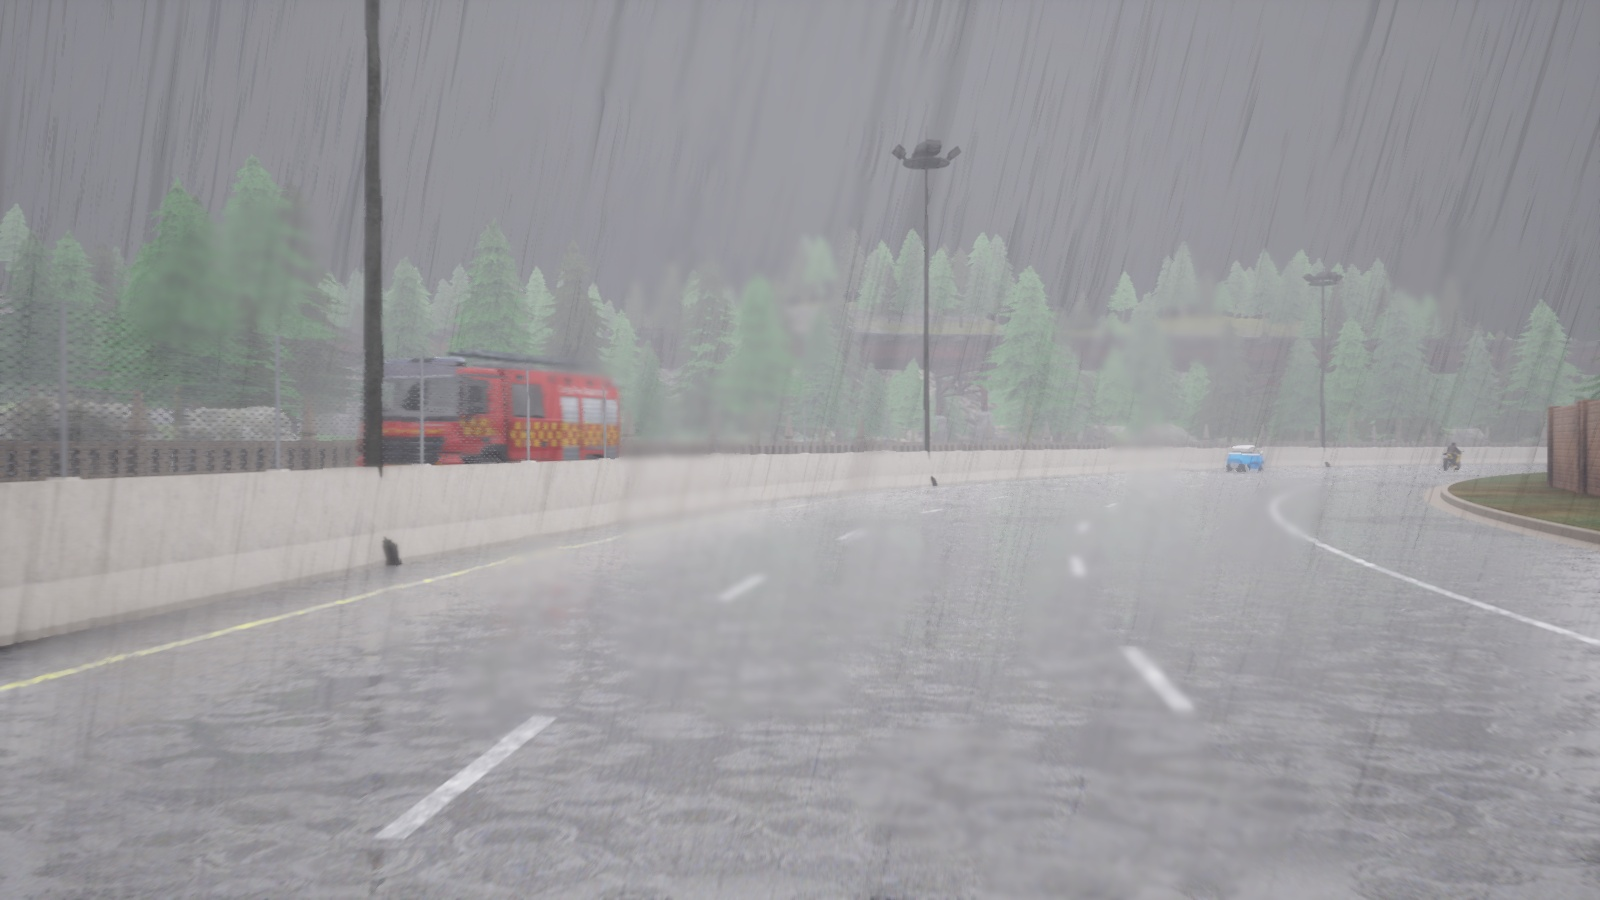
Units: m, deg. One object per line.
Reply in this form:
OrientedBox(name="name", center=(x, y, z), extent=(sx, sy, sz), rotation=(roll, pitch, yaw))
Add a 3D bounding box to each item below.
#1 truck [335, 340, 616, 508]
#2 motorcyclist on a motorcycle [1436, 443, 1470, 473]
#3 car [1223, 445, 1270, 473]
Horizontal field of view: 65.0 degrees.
OrientedBox(name="truck", center=(-8.135, -0.613, 32.987), extent=(2.891, 3.827, 8.468), rotation=(0, 0, 20))
OrientedBox(name="motorcyclist on a motorcycle", center=(33.725, 0.401, 64.839), extent=(2.044, 1.523, 0.797), rotation=(0, 2, -41))
OrientedBox(name="car", center=(22.685, 0.467, 63.804), extent=(1.481, 1.376, 2.207), rotation=(0, 0, 44))
